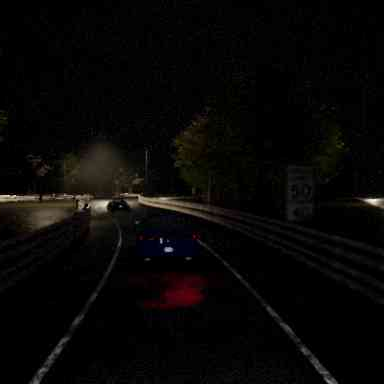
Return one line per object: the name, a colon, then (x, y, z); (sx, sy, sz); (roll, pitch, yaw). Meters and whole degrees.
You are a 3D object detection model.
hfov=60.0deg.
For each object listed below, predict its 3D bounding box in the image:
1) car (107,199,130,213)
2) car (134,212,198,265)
car: (-8.012, 1.437, 35.970); (1.994, 1.385, 4.181); (0, 1, -21)
car: (-0.999, 1.458, 11.793); (1.882, 1.535, 5.008); (0, 0, -8)
